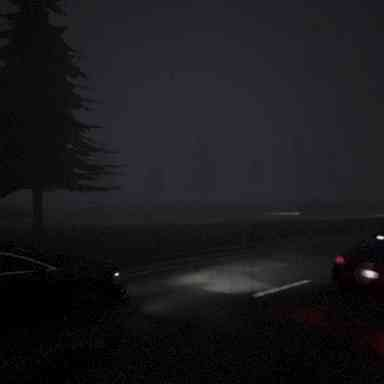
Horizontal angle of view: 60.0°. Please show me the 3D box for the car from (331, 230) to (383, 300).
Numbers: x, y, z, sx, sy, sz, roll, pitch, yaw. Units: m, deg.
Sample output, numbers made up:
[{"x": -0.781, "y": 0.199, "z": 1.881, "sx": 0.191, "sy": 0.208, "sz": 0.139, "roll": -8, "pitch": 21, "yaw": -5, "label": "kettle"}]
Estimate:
[{"x": 5.063, "y": 1.545, "z": 7.616, "sx": 4.181, "sy": 1.385, "sz": 1.994, "roll": 0, "pitch": 0, "yaw": -36, "label": "car"}]

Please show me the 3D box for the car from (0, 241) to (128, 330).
[{"x": -3.519, "y": 1.564, "z": 5.559, "sx": 4.902, "sy": 1.511, "sz": 2.128, "roll": 0, "pitch": 0, "yaw": -36, "label": "car"}]

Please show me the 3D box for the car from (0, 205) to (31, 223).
[{"x": -16.353, "y": 1.828, "z": 28.181, "sx": 4.902, "sy": 1.511, "sz": 2.128, "roll": -1, "pitch": -1, "yaw": -13, "label": "car"}]

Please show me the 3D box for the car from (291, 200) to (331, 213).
[{"x": 13.130, "y": 1.590, "z": 36.733, "sx": 4.181, "sy": 1.385, "sz": 1.994, "roll": -1, "pitch": 0, "yaw": -18, "label": "car"}]
